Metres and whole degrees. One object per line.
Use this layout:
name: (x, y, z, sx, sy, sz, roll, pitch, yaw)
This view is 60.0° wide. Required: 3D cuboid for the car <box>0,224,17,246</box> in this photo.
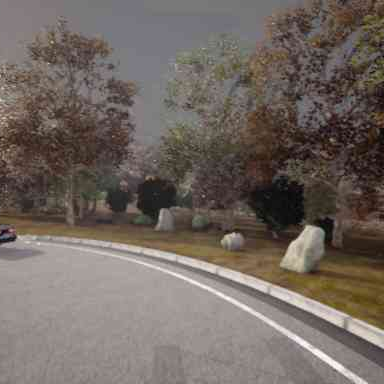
car: (-9.810, 1.650, 13.769, 5.357, 1.411, 2.033, -1, 0, 22)
